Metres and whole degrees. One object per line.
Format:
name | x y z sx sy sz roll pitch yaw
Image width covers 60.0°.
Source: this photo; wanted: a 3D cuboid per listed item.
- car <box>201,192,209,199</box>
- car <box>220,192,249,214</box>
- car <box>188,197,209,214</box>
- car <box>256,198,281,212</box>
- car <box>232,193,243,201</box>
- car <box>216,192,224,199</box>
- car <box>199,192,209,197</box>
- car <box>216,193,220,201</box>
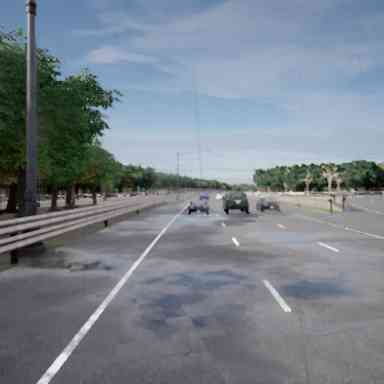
car | 3.148 0.798 79.312 1.837 1.490 4.892 0 0 5
car | 4.187 1.001 32.300 2.150 2.045 5.566 0 0 2
car | 0.662 1.383 31.575 1.895 1.301 4.718 0 0 2
car | 7.771 1.293 34.241 1.812 1.442 4.674 0 0 2
car | 9.447 0.995 69.346 1.882 1.535 5.008 0 0 4
car | 6.639 0.844 79.049 2.033 1.411 5.357 0 0 5
car | 2.432 1.033 69.361 1.812 1.442 4.674 0 0 4
car | 5.925 1.038 69.146 1.812 1.442 4.674 0 0 4
